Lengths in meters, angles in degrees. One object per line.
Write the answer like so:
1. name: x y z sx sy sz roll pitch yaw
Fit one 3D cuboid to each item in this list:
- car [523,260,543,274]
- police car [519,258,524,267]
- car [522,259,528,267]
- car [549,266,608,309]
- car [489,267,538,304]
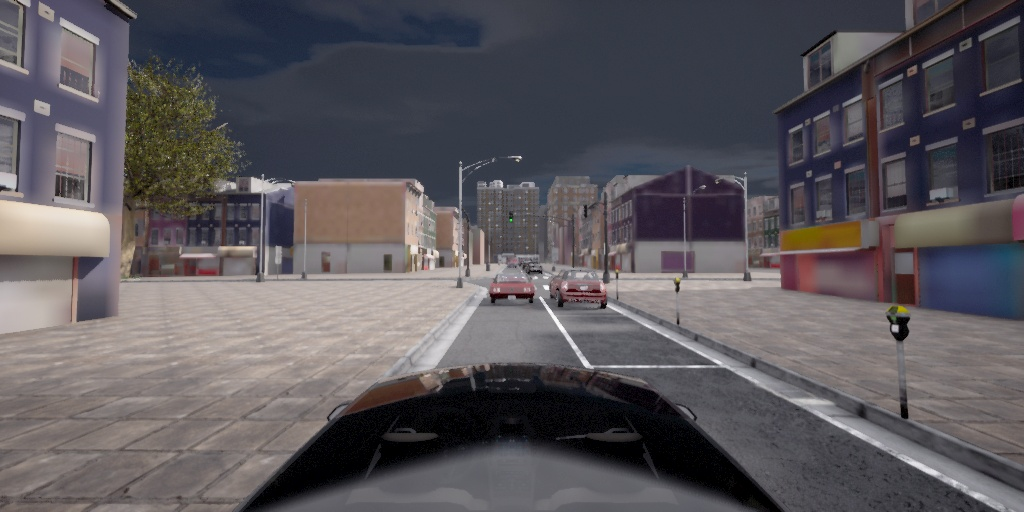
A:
1. car: 2.640 1.419 41.920 1.948 1.339 4.313 0 0 0
2. police car: 2.750 1.420 61.753 1.930 1.638 5.238 0 0 0
3. car: 2.639 1.452 47.356 1.948 1.339 4.313 0 0 0
4. car: 2.640 1.204 15.176 1.967 1.591 4.097 0 0 0
5. car: 0.000 1.384 16.538 1.895 1.301 4.718 0 0 0
